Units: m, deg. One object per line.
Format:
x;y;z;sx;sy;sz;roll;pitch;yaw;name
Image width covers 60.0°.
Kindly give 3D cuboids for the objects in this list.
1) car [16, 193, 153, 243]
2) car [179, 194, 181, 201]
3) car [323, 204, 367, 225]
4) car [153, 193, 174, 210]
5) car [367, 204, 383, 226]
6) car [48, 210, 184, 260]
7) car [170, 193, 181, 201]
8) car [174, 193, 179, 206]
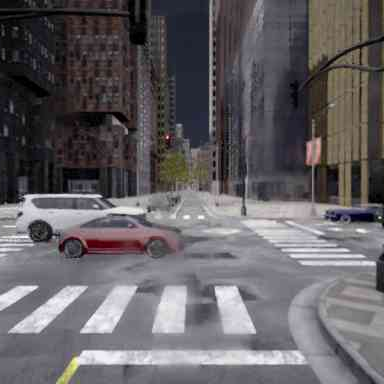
-4.754;1.084;14.763;5.566;2.045;2.150;0;1;0;car
-3.137;1.013;53.156;1.837;1.490;4.892;0;1;0;car
11.056;1.404;21.437;4.718;1.301;1.895;0;1;0;car
-3.160;1.047;32.919;2.097;1.767;4.553;0;0;0;car
13.041;1.064;18.179;5.566;2.045;2.150;0;1;0;car
-2.377;1.457;11.513;4.181;1.385;1.994;0;1;0;car
-3.173;0.891;63.532;1.882;1.535;5.008;0;1;0;car
-3.170;1.093;42.970;2.128;1.511;4.902;0;1;0;car
